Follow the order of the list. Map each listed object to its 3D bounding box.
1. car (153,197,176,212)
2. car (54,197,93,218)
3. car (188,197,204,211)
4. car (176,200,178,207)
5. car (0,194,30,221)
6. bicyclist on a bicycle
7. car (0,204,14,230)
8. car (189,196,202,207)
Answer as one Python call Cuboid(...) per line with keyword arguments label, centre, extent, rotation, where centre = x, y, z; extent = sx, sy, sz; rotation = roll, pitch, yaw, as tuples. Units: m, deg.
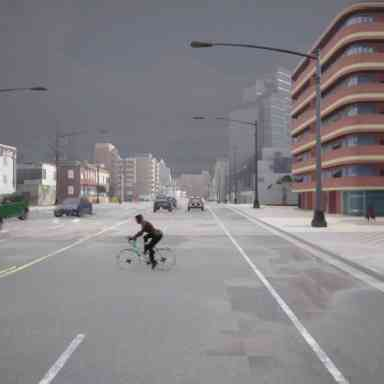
Cuboid(label="car", centre=(-3.099, 1.375, 36.320), extent=(1.837, 1.490, 4.892), rotation=(0, 0, 1))
Cuboid(label="car", centre=(-10.310, 1.276, 29.208), extent=(2.097, 1.767, 4.553), rotation=(0, 0, 1))
Cuboid(label="car", centre=(0.431, 1.399, 38.333), extent=(2.033, 1.411, 5.357), rotation=(0, 0, 1))
Cuboid(label="car", centre=(-3.048, 1.403, 46.376), extent=(2.033, 1.411, 5.357), rotation=(0, 0, 1))
Cuboid(label="car", centre=(-13.886, 1.181, 23.933), extent=(2.150, 2.045, 5.566), rotation=(0, 0, 1))
Cuboid(label="bicyclist on a bicycle", centre=(-1.302, 1.448, 9.314), extent=(1.656, 1.620, 0.582), rotation=(-2, 0, 0))
Cuboid(label="car", centre=(-10.473, 1.493, 14.883), extent=(2.128, 1.511, 4.902), rotation=(0, 0, 1))
Cuboid(label="car", centre=(0.499, 1.389, 48.812), extent=(1.812, 1.442, 4.674), rotation=(0, -1, 1))
